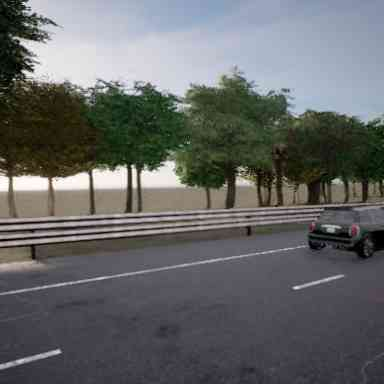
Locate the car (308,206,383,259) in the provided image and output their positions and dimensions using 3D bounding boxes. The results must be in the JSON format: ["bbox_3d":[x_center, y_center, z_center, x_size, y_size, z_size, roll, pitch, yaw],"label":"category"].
[{"bbox_3d":[6.523,1.325,12.700,4.553,1.767,2.097,0,0,-35],"label":"car"}]
